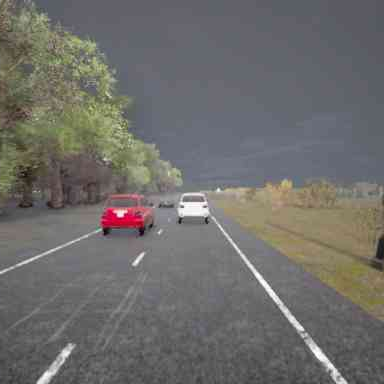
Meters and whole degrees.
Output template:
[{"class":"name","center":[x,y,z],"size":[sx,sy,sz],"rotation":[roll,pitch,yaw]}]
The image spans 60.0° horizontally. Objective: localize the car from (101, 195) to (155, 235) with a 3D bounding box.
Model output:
[{"class":"car","center":[-3.401,1.159,18.470],"size":[2.150,2.045,5.566],"rotation":[0,0,0]}]

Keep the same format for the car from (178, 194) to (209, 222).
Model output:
[{"class":"car","center":[0.097,1.135,25.201],"size":[2.150,2.045,5.566],"rotation":[0,0,0]}]

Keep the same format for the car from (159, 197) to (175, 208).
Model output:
[{"class":"car","center":[-3.409,1.403,45.406],"size":[1.994,1.385,4.181],"rotation":[0,0,0]}]
